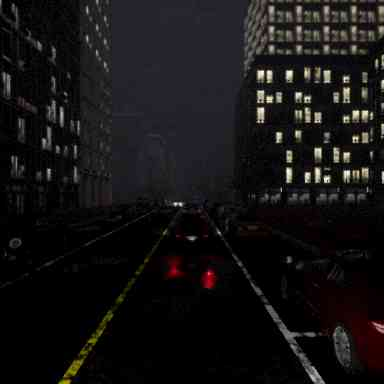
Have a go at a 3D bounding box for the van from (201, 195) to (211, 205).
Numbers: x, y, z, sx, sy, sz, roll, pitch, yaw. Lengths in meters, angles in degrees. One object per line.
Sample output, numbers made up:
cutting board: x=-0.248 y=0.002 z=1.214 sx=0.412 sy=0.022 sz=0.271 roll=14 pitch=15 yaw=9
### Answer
van: x=2.661 y=1.381 z=62.198 sx=1.690 sy=1.788 sz=3.998 roll=0 pitch=0 yaw=0

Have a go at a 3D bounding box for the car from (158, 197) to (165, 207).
car: x=-5.687 y=1.571 z=50.846 sx=1.887 sy=1.381 sz=4.507 roll=0 pitch=0 yaw=0

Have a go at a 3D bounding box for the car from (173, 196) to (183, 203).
car: x=-3.001 y=1.523 z=72.716 sx=2.128 sy=1.511 sz=4.902 roll=0 pitch=0 yaw=0

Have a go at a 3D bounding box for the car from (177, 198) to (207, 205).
car: x=0.000 y=1.573 z=29.650 sx=2.033 sy=1.411 sz=5.357 roll=0 pitch=0 yaw=0

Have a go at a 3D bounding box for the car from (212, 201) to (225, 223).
car: x=2.663 y=1.555 z=22.374 sx=2.008 sy=1.369 sz=4.403 roll=0 pitch=0 yaw=0

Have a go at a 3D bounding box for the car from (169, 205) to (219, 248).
car: x=0.000 y=1.536 z=14.650 sx=1.812 sy=1.442 sz=4.674 roll=0 pitch=0 yaw=0

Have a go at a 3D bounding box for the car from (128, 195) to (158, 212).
car: x=-5.685 y=1.330 z=39.468 sx=2.192 sy=1.841 sz=5.009 roll=0 pitch=0 yaw=0

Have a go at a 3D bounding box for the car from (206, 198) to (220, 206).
car: x=2.661 y=1.577 z=33.752 sx=1.947 sy=1.339 sz=4.313 roll=0 pitch=0 yaw=0

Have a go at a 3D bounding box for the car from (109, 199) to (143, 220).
car: x=-5.686 y=1.573 z=28.089 sx=1.947 sy=1.339 sz=4.313 roll=0 pitch=0 yaw=0

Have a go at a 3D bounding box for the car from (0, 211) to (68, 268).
car: x=-5.685 y=1.441 z=11.022 sx=1.967 sy=1.590 sz=4.097 roll=0 pitch=0 yaw=0

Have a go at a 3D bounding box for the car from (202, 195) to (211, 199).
car: x=2.660 y=1.615 z=56.509 sx=1.802 sy=1.307 sz=4.206 roll=0 pitch=0 yaw=0

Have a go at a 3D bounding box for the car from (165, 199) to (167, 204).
car: x=-5.687 y=1.606 z=62.223 sx=1.947 sy=1.339 sz=4.313 roll=0 pitch=0 yaw=0

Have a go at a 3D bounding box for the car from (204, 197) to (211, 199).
car: x=2.661 y=1.581 z=39.442 sx=1.947 sy=1.339 sz=4.313 roll=0 pitch=0 yaw=0

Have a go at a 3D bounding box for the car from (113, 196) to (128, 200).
car: x=-17.466 y=1.594 z=83.009 sx=4.206 sy=1.307 sz=1.802 roll=0 pitch=0 yaw=0

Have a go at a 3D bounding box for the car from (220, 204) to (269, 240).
car: x=2.668 y=1.528 z=16.855 sx=1.752 sy=1.417 sz=4.829 roll=0 pitch=0 yaw=0

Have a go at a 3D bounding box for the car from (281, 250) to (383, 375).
car: x=2.677 y=1.582 z=5.308 sx=1.802 sy=1.307 sz=4.206 roll=0 pitch=0 yaw=0
